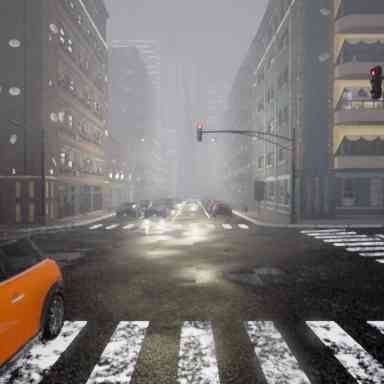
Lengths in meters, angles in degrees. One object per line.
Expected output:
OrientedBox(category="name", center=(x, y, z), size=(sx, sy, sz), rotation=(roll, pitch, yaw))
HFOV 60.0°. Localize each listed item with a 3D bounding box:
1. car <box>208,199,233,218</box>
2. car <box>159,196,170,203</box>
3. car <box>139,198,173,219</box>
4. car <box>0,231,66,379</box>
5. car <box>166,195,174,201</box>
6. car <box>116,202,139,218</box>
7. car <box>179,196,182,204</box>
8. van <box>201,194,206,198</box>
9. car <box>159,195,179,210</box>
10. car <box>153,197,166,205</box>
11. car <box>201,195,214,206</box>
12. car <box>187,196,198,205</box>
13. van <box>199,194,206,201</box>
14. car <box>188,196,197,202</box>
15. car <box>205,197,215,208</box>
OrientedBox(category="car", center=(2.707, 1.584, 30.299), size=(1.802, 1.307, 4.206), rotation=(0, 0, 0))
OrientedBox(category="car", center=(-5.646, 1.604, 68.982), size=(1.802, 1.307, 4.206), rotation=(0, 0, 0))
OrientedBox(category="car", center=(-3.079, 1.549, 29.823), size=(2.033, 1.411, 5.357), rotation=(0, 0, 0))
OrientedBox(category="car", center=(-3.097, 1.351, 3.486), size=(2.097, 1.767, 4.553), rotation=(0, 0, 0))
OrientedBox(category="car", center=(-5.635, 1.561, 85.382), size=(1.752, 1.417, 4.829), rotation=(0, 0, 0))
OrientedBox(category="car", center=(-5.674, 1.568, 30.317), size=(1.947, 1.339, 4.313), rotation=(0, 0, 0))
OrientedBox(category="car", center=(-2.957, 1.512, 63.601), size=(2.128, 1.511, 4.902), rotation=(0, 0, 0))
OrientedBox(category="van", center=(2.721, 1.353, 52.393), size=(1.690, 1.788, 3.998), rotation=(0, 0, 0))
OrientedBox(category="car", center=(-3.066, 1.510, 42.183), size=(1.837, 1.490, 4.892), rotation=(0, 0, 0))
OrientedBox(category="car", center=(-5.654, 1.560, 57.935), size=(1.887, 1.381, 4.507), rotation=(0, 0, 0))
OrientedBox(category="car", center=(2.719, 1.554, 46.869), size=(1.887, 1.381, 4.507), rotation=(0, 0, 0))
OrientedBox(category="car", center=(0.044, 1.542, 59.757), size=(1.812, 1.442, 4.674), rotation=(0, 0, 0))
OrientedBox(category="van", center=(2.745, 1.377, 85.534), size=(1.690, 1.788, 3.998), rotation=(-1, 0, 0))
OrientedBox(category="car", center=(0.052, 1.451, 69.792), size=(1.895, 1.301, 4.718), rotation=(0, 0, 0))
OrientedBox(category="car", center=(2.711, 1.570, 35.822), size=(1.947, 1.339, 4.313), rotation=(0, 0, 0))
